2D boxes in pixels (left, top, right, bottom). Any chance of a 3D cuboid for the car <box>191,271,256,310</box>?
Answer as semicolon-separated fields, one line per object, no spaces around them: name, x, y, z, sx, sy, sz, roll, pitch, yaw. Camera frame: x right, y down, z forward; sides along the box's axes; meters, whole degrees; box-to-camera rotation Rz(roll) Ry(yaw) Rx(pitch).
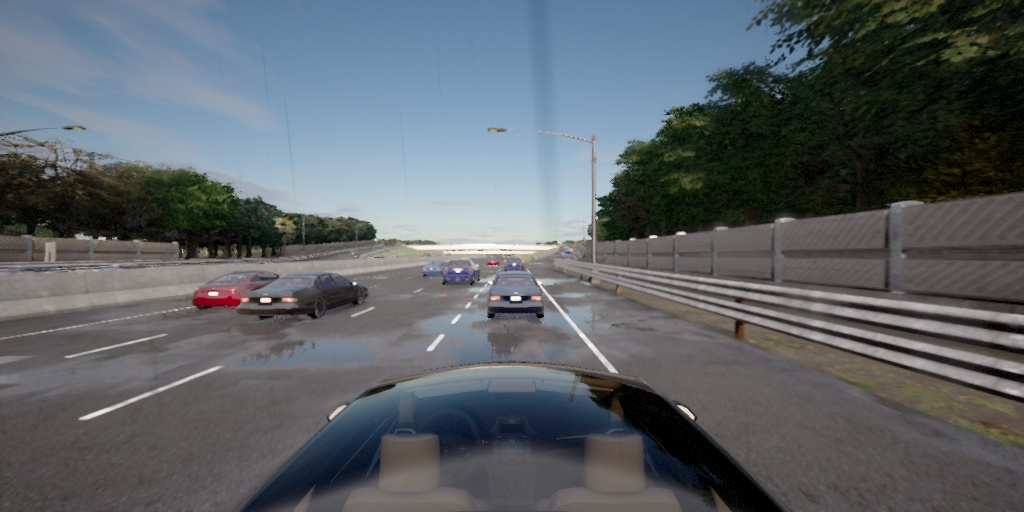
car;-10.378;1.271;14.478;1.994;1.385;4.181;0;0;0

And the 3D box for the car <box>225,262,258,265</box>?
car;-21.002;1.164;27.716;2.033;1.411;5.357;0;0;1

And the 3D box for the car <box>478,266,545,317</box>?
car;0.117;1.265;12.920;2.033;1.411;5.357;0;0;0

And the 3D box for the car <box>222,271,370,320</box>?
car;-6.884;1.267;12.542;2.033;1.411;5.357;0;0;0

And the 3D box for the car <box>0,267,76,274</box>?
car;-24.564;1.248;17.743;1.994;1.385;4.181;0;0;0

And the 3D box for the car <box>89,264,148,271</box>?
car;-28.022;1.233;25.437;1.895;1.301;4.718;0;0;0

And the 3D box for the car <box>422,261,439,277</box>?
car;-6.792;1.129;32.747;2.033;1.411;5.357;0;0;0

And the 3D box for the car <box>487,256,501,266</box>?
car;-3.184;0.951;61.451;1.994;1.385;4.181;0;0;0

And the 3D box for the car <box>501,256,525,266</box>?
car;0.250;0.899;37.929;2.097;1.767;4.553;0;0;1

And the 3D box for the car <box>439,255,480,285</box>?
car;-3.437;0.987;25.046;2.097;1.767;4.553;0;0;0
